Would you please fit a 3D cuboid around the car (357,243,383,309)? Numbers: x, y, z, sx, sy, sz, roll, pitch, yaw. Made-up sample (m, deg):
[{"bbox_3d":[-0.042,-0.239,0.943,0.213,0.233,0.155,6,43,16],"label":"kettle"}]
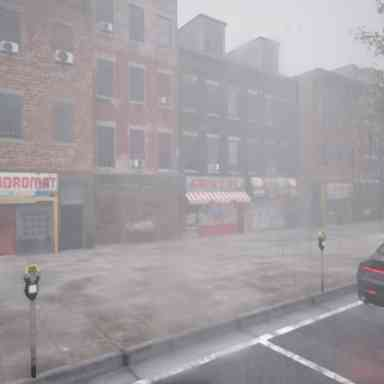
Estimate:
[{"bbox_3d":[5.203,1.500,6.637,4.892,1.490,1.837,0,0,-35],"label":"car"}]
